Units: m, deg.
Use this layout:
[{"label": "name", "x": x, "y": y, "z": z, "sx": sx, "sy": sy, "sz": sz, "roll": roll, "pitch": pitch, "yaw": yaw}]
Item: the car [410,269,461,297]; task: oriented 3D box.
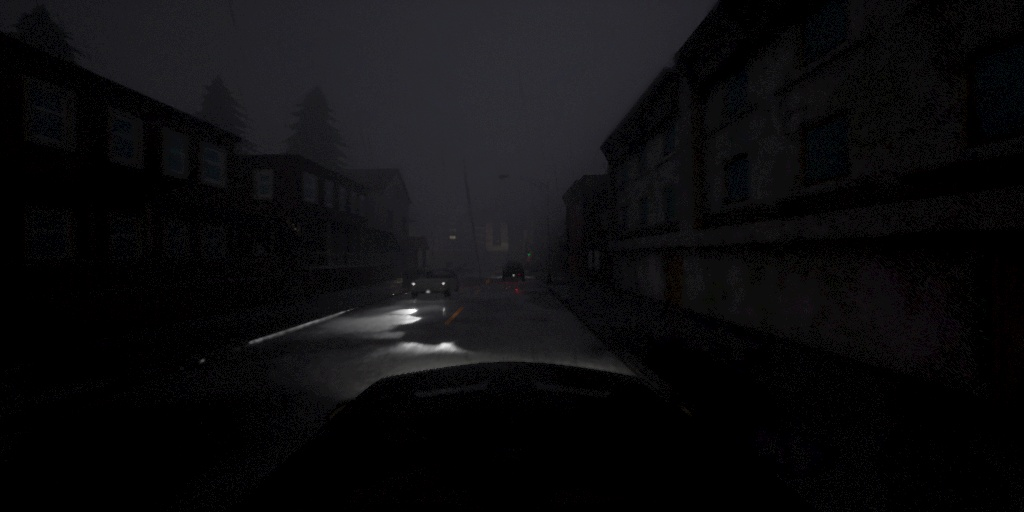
[{"label": "car", "x": -3.985, "y": 1.402, "z": 19.270, "sx": 1.895, "sy": 1.301, "sz": 4.718, "roll": -1, "pitch": 0, "yaw": 0}]

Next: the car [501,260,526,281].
[{"label": "car", "x": 0.127, "y": 1.265, "z": 30.142, "sx": 1.837, "sy": 1.490, "sz": 4.892, "roll": -1, "pitch": 0, "yaw": 0}]
